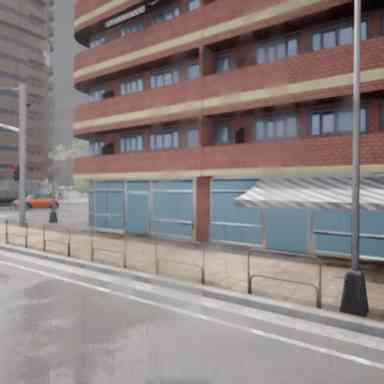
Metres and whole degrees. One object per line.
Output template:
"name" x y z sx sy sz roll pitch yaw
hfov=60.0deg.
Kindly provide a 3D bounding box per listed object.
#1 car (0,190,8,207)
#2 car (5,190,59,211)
"car" -20.142 0.811 35.153 2.150 2.045 5.566 1 1 35
"car" -16.268 0.984 34.530 2.097 1.767 4.553 1 0 36
